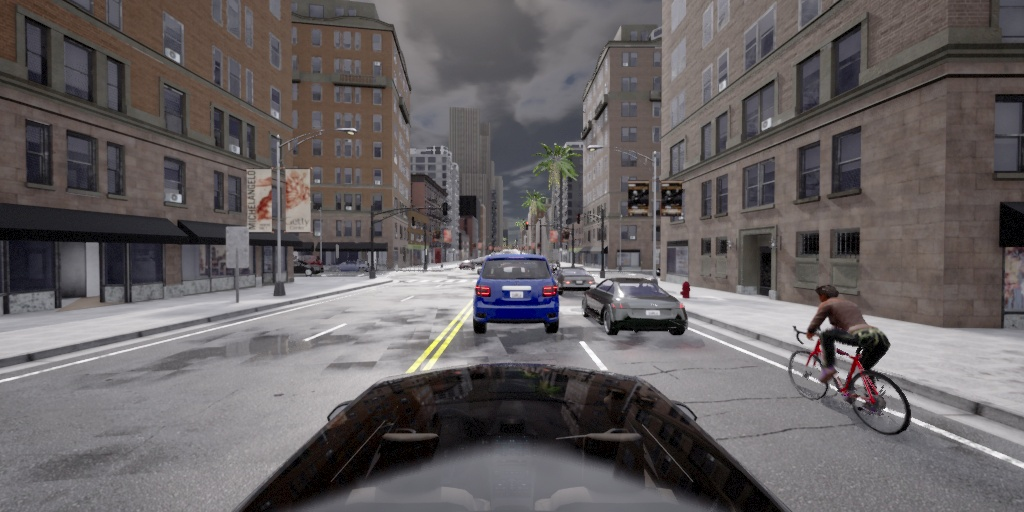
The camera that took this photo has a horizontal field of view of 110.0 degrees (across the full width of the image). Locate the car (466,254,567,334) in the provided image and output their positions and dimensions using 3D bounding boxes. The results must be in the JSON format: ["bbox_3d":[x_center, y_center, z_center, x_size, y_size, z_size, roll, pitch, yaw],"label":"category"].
[{"bbox_3d":[0.094,0.970,10.813,2.150,2.045,5.566,0,0,0],"label":"car"}]

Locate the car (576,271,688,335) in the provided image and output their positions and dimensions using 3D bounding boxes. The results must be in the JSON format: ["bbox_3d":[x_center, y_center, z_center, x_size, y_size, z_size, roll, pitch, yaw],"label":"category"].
[{"bbox_3d":[3.326,1.313,10.478,1.994,1.385,4.181,0,0,0],"label":"car"}]

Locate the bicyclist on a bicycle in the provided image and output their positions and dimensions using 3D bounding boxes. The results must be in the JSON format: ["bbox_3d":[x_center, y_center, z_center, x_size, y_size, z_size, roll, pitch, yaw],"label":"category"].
[{"bbox_3d":[4.142,1.202,4.551,0.582,1.620,1.656,0,0,0],"label":"bicyclist on a bicycle"}]

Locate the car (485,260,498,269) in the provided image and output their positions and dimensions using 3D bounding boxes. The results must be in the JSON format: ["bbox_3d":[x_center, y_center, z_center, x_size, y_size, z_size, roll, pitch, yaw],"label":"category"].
[{"bbox_3d":[-3.386,1.346,59.294,1.895,1.301,4.718,0,0,0],"label":"car"}]

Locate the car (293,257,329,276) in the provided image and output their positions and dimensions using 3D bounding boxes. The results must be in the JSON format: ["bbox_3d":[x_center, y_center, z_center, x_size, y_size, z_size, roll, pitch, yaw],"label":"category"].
[{"bbox_3d":[-20.900,1.125,34.682,4.892,1.490,1.837,1,1,-9],"label":"car"}]

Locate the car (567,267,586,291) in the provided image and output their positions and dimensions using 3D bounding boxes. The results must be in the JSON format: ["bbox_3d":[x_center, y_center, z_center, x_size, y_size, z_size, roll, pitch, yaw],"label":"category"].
[{"bbox_3d":[3.233,1.295,19.711,2.033,1.411,5.357,0,0,0],"label":"car"}]

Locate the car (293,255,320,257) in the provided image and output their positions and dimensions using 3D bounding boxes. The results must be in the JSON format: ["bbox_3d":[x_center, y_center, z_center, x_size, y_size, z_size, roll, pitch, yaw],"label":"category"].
[{"bbox_3d":[-23.931,0.837,40.065,5.009,1.841,2.192,0,0,-9],"label":"car"}]

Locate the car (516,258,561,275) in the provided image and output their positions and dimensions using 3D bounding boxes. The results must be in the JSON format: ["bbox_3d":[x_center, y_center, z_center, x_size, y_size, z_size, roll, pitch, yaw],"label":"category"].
[{"bbox_3d":[2.863,1.098,39.550,4.553,1.767,2.097,0,0,36],"label":"car"}]

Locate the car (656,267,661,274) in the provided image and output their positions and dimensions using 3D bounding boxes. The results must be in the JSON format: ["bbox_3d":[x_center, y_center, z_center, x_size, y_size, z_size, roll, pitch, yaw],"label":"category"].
[{"bbox_3d":[16.176,1.514,34.609,4.313,1.339,1.948,0,0,0],"label":"car"}]

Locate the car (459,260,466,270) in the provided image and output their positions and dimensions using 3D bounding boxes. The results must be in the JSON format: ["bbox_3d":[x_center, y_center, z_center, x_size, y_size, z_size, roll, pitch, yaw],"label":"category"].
[{"bbox_3d":[-6.641,1.310,52.995,1.994,1.385,4.181,0,0,0],"label":"car"}]

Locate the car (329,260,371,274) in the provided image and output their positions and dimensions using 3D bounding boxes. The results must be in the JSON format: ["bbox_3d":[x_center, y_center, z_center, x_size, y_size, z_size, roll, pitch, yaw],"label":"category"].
[{"bbox_3d":[-17.352,1.168,38.535,4.181,1.385,1.994,0,1,-10],"label":"car"}]
